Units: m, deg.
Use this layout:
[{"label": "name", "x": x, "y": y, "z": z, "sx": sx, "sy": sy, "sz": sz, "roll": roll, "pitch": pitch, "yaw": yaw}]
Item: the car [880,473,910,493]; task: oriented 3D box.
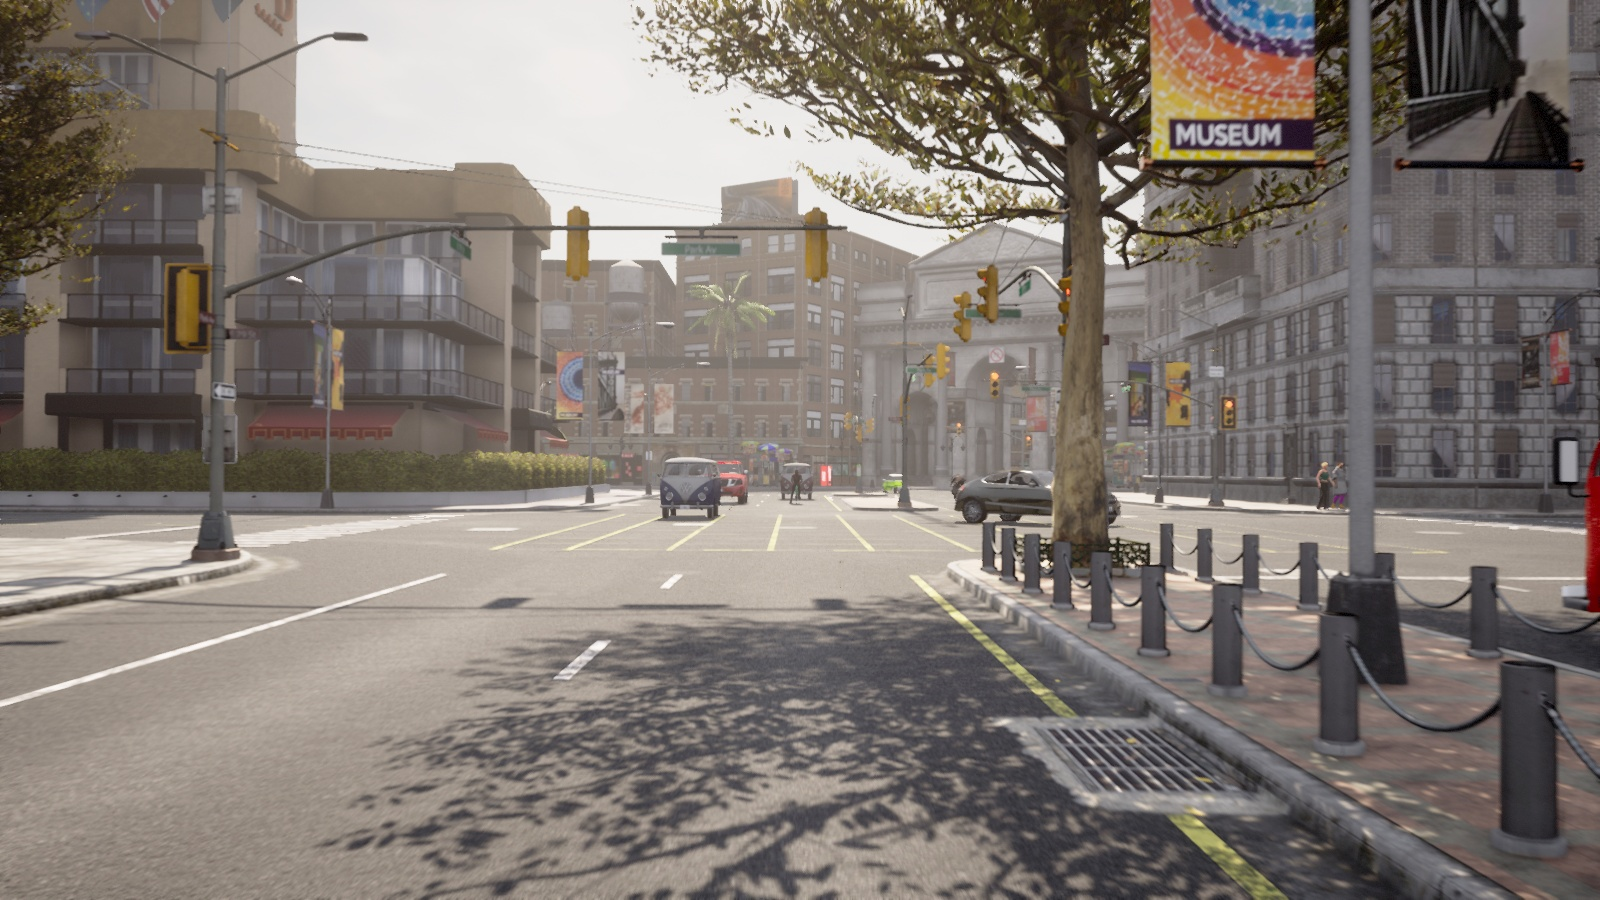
[{"label": "car", "x": 6.758, "y": 2.339, "z": 89.493, "sx": 1.481, "sy": 1.376, "sz": 2.207, "roll": 0, "pitch": -1, "yaw": -16}]

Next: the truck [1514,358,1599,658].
[{"label": "truck", "x": 7.871, "y": 0.446, "z": 8.956, "sx": 2.627, "sy": 2.467, "sz": 5.204, "roll": 0, "pitch": -1, "yaw": 1}]

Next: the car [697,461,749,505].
[{"label": "car", "x": -3.647, "y": 1.558, "z": 60.387, "sx": 2.150, "sy": 2.045, "sz": 5.566, "roll": 0, "pitch": -1, "yaw": 0}]

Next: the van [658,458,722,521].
[{"label": "van", "x": -3.602, "y": 1.280, "z": 41.761, "sx": 1.775, "sy": 1.987, "sz": 4.442, "roll": 0, "pitch": -1, "yaw": 0}]

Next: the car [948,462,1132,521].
[{"label": "car", "x": 7.079, "y": 1.192, "z": 37.478, "sx": 5.027, "sy": 1.651, "sz": 2.152, "roll": -1, "pitch": -1, "yaw": 44}]

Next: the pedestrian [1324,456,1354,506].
[{"label": "pedestrian", "x": 21.446, "y": 1.222, "z": 49.976, "sx": 0.659, "sy": 1.952, "sz": 0.873, "roll": 0, "pitch": -1, "yaw": -25}]

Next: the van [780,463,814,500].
[{"label": "van", "x": -0.169, "y": 1.724, "z": 69.018, "sx": 1.775, "sy": 1.987, "sz": 4.442, "roll": 0, "pitch": -1, "yaw": 0}]

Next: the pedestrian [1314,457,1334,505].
[{"label": "pedestrian", "x": 20.093, "y": 1.197, "z": 48.161, "sx": 0.345, "sy": 1.836, "sz": 0.594, "roll": 0, "pitch": -1, "yaw": -27}]
